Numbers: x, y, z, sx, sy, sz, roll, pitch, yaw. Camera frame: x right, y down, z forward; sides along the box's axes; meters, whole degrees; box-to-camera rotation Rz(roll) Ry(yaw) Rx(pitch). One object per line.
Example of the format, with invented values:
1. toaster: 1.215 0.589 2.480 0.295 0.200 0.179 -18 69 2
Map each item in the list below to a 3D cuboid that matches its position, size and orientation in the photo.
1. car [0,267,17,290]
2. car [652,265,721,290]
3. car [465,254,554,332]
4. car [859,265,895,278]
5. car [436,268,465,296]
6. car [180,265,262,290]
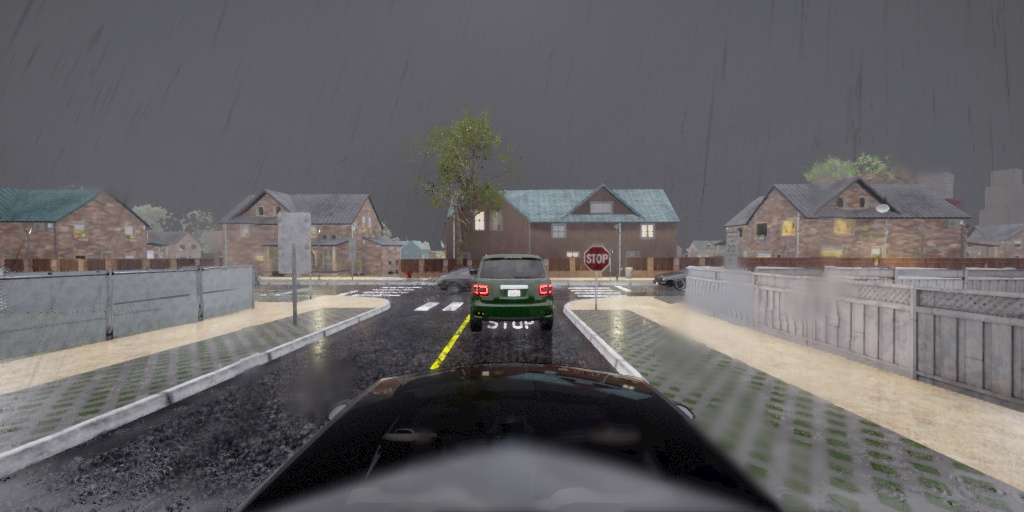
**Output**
1. car: -29.338 1.244 19.743 5.008 1.535 1.882 0 1 2
2. car: 11.339 1.248 21.381 5.357 1.411 2.033 0 1 2
3. car: -0.124 0.967 11.081 2.150 2.045 5.566 0 0 -4
4. car: 21.311 1.261 21.140 4.181 1.385 1.994 0 1 1
5. car: -1.596 1.298 18.842 4.674 1.442 1.812 0 1 2
6. car: -16.284 1.252 19.316 5.008 1.535 1.882 0 1 2
